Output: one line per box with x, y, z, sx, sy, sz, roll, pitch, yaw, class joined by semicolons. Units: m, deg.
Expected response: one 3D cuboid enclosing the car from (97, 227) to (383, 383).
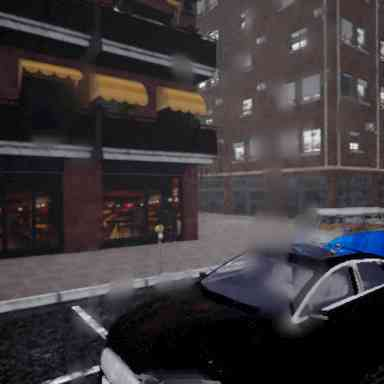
1.291;1.499;4.300;4.902;1.511;2.128;0;0;-36;car

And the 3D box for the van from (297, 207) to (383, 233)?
4.889;1.364;10.068;3.998;1.788;1.690;0;-1;-36;van
